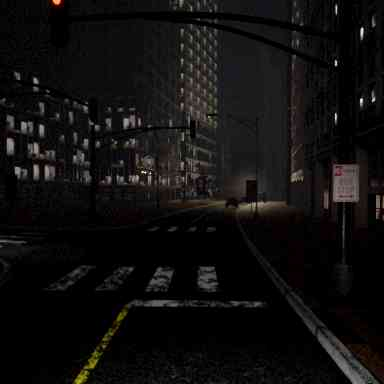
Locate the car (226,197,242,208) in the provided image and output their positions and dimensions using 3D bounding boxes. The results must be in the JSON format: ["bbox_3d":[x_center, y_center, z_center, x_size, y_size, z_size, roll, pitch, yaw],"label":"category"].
[{"bbox_3d":[6.470,1.660,52.715,1.837,1.490,4.892,0,0,13],"label":"car"}]

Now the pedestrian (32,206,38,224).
[{"bbox_3d":[-9.371,1.345,19.865,0.500,1.100,0.500,0,0,17],"label":"pedestrian"}]

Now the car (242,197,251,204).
[{"bbox_3d":[10.988,1.770,69.138,1.837,1.490,4.892,0,0,18],"label":"car"}]
